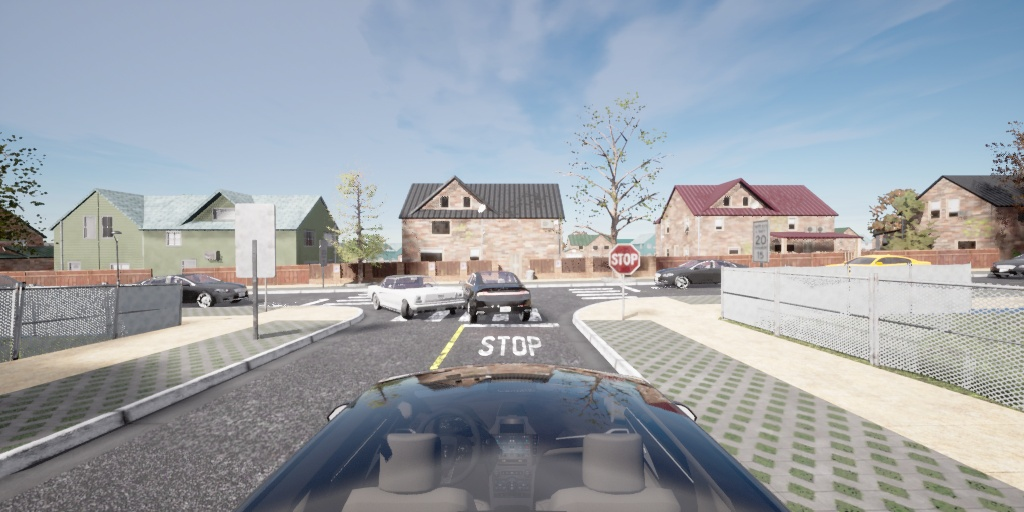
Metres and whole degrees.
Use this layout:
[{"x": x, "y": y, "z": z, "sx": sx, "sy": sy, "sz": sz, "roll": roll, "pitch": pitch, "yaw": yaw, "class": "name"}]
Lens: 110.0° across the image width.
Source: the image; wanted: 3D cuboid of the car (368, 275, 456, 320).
[{"x": -3.600, "y": 1.368, "z": 13.015, "sx": 1.895, "sy": 1.301, "sz": 4.718, "roll": 0, "pitch": 0, "yaw": -38, "class": "car"}]

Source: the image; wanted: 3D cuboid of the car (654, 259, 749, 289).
[{"x": 10.333, "y": 0.926, "z": 19.562, "sx": 4.902, "sy": 1.511, "sz": 2.128, "roll": -1, "pitch": 1, "yaw": 0, "class": "car"}]

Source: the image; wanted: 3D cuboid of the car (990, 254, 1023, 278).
[{"x": 29.388, "y": 0.478, "z": 19.632, "sx": 4.902, "sy": 1.511, "sz": 2.128, "roll": -1, "pitch": 1, "yaw": 0, "class": "car"}]

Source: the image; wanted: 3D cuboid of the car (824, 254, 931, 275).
[{"x": 19.764, "y": 0.690, "z": 19.597, "sx": 5.008, "sy": 1.535, "sz": 1.882, "roll": -1, "pitch": 1, "yaw": -1, "class": "car"}]

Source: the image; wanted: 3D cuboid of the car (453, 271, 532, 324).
[{"x": -0.684, "y": 1.243, "z": 12.155, "sx": 2.128, "sy": 1.511, "sz": 4.902, "roll": 0, "pitch": 0, "yaw": -12, "class": "car"}]

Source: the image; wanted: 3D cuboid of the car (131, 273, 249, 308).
[{"x": -14.900, "y": 1.566, "z": 16.512, "sx": 4.902, "sy": 1.511, "sz": 2.128, "roll": -1, "pitch": 1, "yaw": 0, "class": "car"}]

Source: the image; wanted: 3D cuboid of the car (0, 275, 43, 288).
[{"x": -24.237, "y": 1.648, "z": 16.473, "sx": 4.553, "sy": 1.767, "sz": 2.097, "roll": -1, "pitch": 1, "yaw": 0, "class": "car"}]
